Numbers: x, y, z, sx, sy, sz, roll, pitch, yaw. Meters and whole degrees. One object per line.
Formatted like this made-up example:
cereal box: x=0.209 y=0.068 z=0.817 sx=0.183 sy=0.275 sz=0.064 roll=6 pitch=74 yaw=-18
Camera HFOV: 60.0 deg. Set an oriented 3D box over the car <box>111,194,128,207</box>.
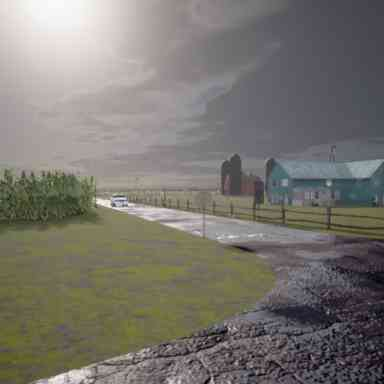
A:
car: x=-11.967 y=1.357 z=54.452 sx=2.150 sy=2.045 sz=5.566 roll=-1 pitch=0 yaw=-21
